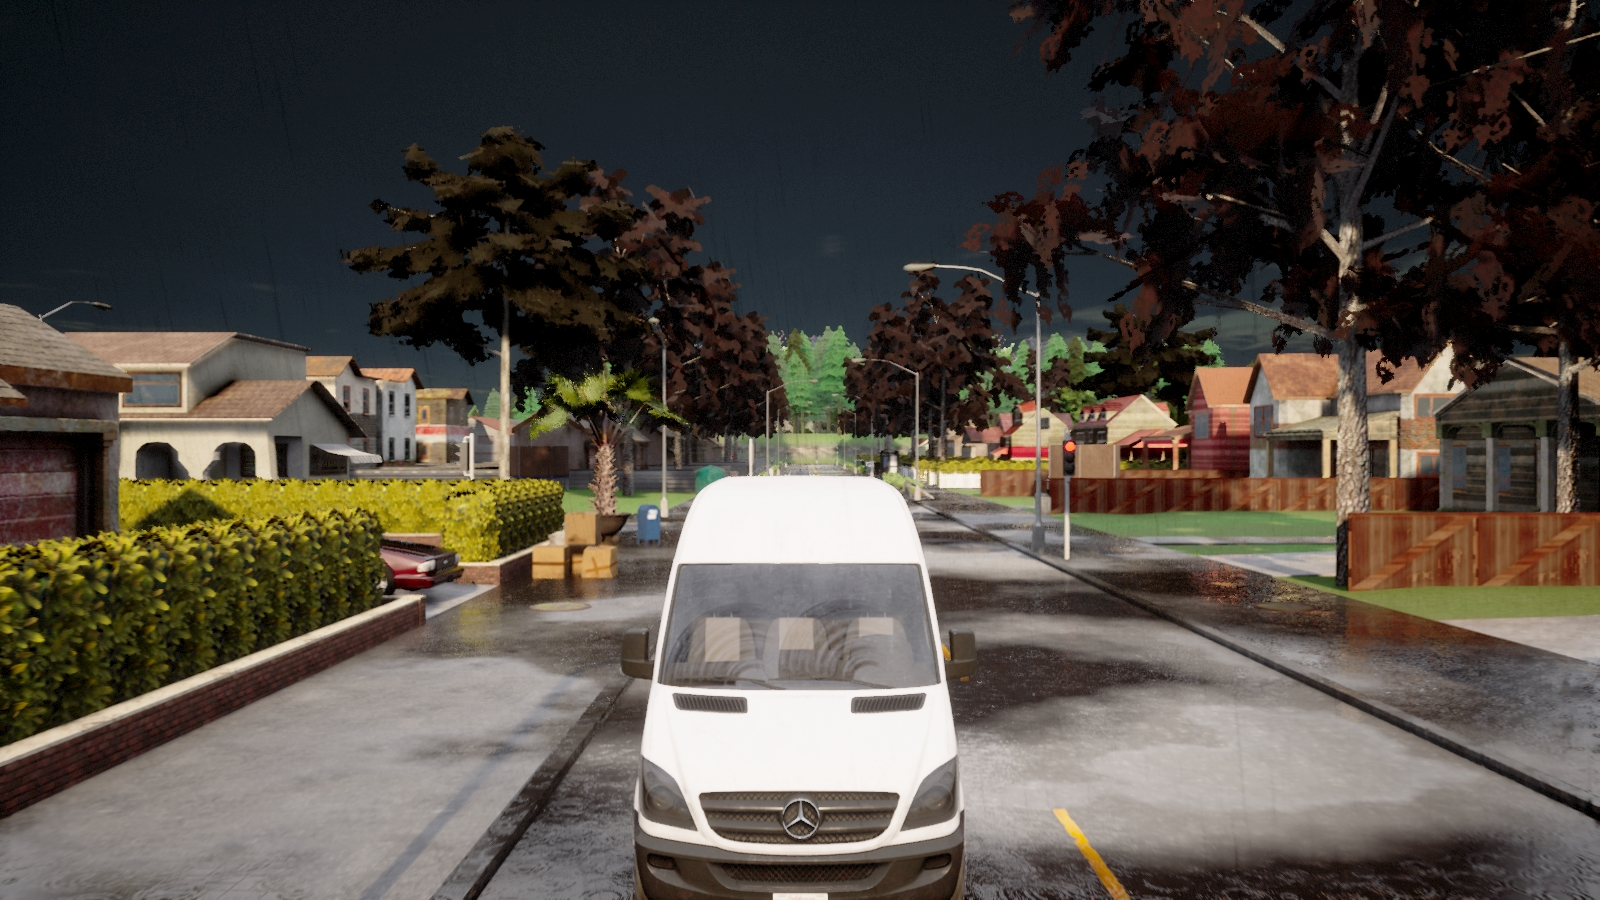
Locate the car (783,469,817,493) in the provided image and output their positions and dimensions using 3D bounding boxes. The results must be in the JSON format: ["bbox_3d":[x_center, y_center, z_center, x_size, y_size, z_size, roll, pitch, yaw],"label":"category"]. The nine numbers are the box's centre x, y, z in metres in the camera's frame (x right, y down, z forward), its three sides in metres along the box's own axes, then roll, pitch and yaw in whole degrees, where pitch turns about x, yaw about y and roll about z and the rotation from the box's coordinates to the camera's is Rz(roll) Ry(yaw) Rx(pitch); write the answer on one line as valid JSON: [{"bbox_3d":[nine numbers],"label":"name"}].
[{"bbox_3d":[-0.007,2.060,77.318,2.231,1.480,4.892,0,0,0],"label":"car"}]

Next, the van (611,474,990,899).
[{"bbox_3d":[0.002,1.534,8.962,1.988,2.561,5.915,0,0,0],"label":"van"}]
